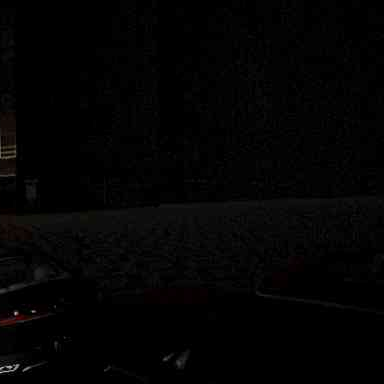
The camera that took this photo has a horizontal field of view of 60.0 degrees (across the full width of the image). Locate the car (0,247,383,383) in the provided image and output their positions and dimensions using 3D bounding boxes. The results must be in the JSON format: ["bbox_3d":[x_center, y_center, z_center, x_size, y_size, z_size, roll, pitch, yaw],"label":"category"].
[{"bbox_3d":[1.163,1.315,2.032,5.009,1.841,2.192,0,-1,35],"label":"car"}]
